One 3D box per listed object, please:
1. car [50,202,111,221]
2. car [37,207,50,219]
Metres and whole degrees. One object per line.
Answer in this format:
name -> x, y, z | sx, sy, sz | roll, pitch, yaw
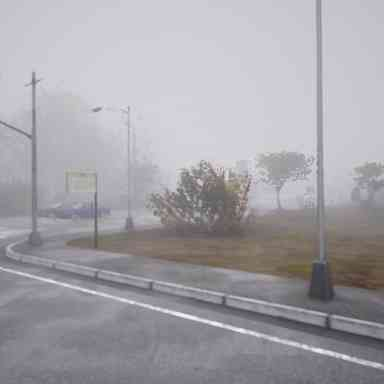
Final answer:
car -> -9.702, 1.695, 29.945 | 1.882, 1.535, 5.008 | -1, 0, 39
car -> -12.461, 1.725, 32.099 | 1.882, 1.535, 5.008 | -1, 0, 39
